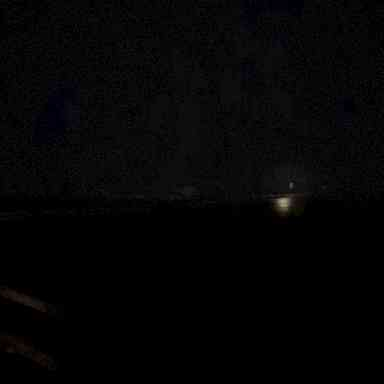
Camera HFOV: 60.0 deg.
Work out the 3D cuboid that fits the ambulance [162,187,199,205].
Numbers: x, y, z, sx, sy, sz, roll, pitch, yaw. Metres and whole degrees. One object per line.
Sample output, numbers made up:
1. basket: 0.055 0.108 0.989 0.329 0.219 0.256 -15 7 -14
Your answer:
1. ambulance: -1.682 0.515 49.134 2.351 2.431 6.366 2 2 35
